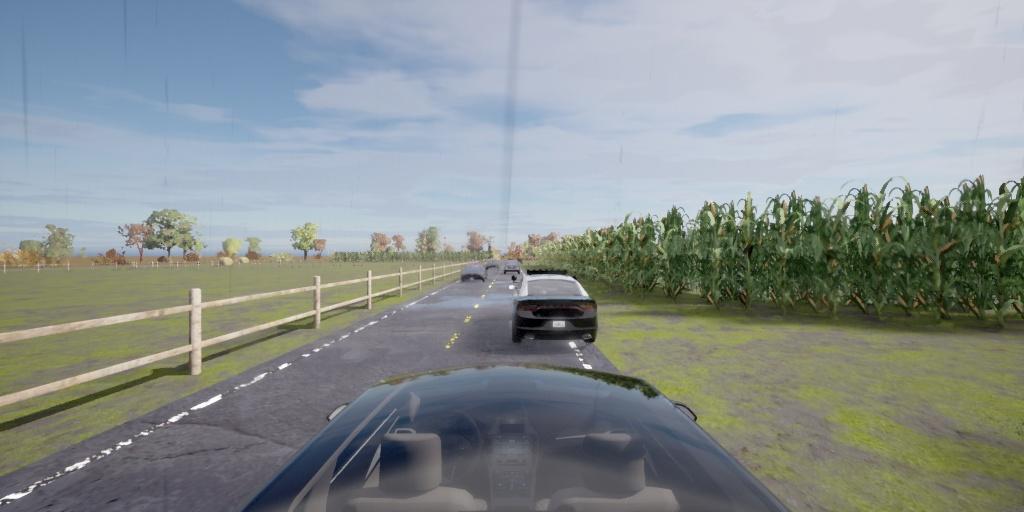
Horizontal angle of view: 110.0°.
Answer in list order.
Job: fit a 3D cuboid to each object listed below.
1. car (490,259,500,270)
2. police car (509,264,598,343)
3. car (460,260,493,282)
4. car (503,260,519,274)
[{"bbox_3d":[-2.890,1.256,54.220,1.837,1.490,4.892,0,0,0],"label":"car"},{"bbox_3d":[0.942,1.175,9.840,1.930,1.638,5.238,0,0,0],"label":"police car"},{"bbox_3d":[-2.922,1.297,28.788,2.033,1.411,5.357,0,0,0],"label":"car"},{"bbox_3d":[-0.017,1.298,40.681,2.033,1.411,5.357,0,0,0],"label":"car"}]
